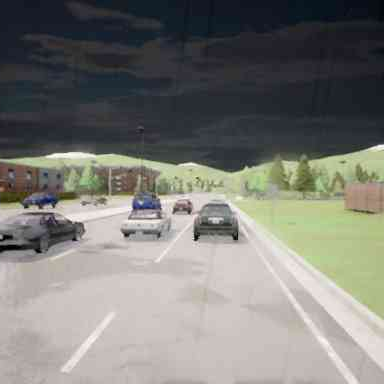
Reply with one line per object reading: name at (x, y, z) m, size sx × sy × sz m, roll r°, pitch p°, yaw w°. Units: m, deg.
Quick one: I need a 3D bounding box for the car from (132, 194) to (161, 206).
car at (-4.548, 1.187, 33.796) m, size 2.150 × 2.045 × 5.566 m, roll 0°, pitch 0°, yaw 4°

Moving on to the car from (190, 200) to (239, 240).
car at (1.230, 1.354, 17.091) m, size 2.097 × 1.767 × 4.553 m, roll 0°, pitch 0°, yaw 4°

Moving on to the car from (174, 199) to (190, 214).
car at (-0.934, 1.511, 35.376) m, size 1.812 × 1.442 × 4.674 m, roll 0°, pitch 0°, yaw 4°

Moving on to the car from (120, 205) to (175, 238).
car at (-2.261, 1.583, 17.542) m, size 1.895 × 1.301 × 4.718 m, roll 0°, pitch 0°, yaw 4°

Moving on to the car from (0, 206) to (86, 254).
car at (-6.083, 1.509, 13.290) m, size 2.033 × 1.411 × 5.357 m, roll 0°, pitch 0°, yaw 4°

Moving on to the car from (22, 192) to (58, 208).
car at (-19.066, 1.014, 42.067) m, size 2.150 × 2.045 × 5.566 m, roll 0°, pitch 0°, yaw 4°

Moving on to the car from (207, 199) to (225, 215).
car at (2.561, 1.531, 35.185) m, size 1.812 × 1.442 × 4.674 m, roll 0°, pitch 0°, yaw 4°
